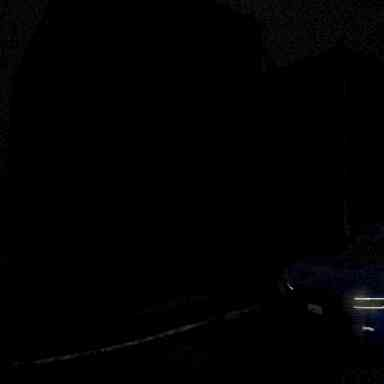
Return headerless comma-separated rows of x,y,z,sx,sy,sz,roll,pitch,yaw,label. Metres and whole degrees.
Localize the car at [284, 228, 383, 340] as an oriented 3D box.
3.878,1.467,6.418,5.008,1.535,1.882,0,0,-35,car
